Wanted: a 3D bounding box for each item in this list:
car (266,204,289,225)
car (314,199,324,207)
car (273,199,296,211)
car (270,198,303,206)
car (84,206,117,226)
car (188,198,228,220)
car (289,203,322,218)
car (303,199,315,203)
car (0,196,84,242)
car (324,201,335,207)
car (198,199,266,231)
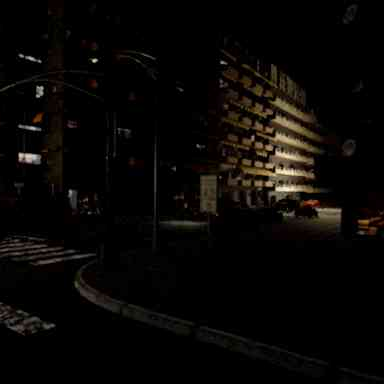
[{"bbox_3d":[6.103,1.928,27.475,1.887,1.381,4.507,-1,-1,35],"label":"car"},{"bbox_3d":[25.163,2.430,69.358,2.192,1.841,5.009,-1,-1,35],"label":"car"},{"bbox_3d":[15.436,2.132,55.427,2.192,1.841,5.009,-1,-1,35],"label":"car"},{"bbox_3d":[13.922,1.950,48.552,2.150,2.045,5.566,1,-1,35],"label":"car"},{"bbox_3d":[-7.357,1.632,22.777,1.752,1.417,4.829,-1,-1,35],"label":"car"},{"bbox_3d":[1.881,1.574,31.449,2.150,2.045,5.566,1,-1,35],"label":"car"},{"bbox_3d":[12.587,2.167,36.761,1.802,1.307,4.206,-1,-1,35],"label":"car"},{"bbox_3d":[21.921,2.561,64.711,1.887,1.381,4.507,-1,-1,35],"label":"car"},{"bbox_3d":[-8.413,1.243,16.353,2.150,2.045,5.566,1,-1,31],"label":"car"},{"bbox_3d":[31.647,2.854,78.642,1.887,1.381,4.507,-1,-1,35],"label":"car"},{"bbox_3d":[2.862,1.596,22.836,2.192,1.841,5.009,-1,-1,35],"label":"car"}]
